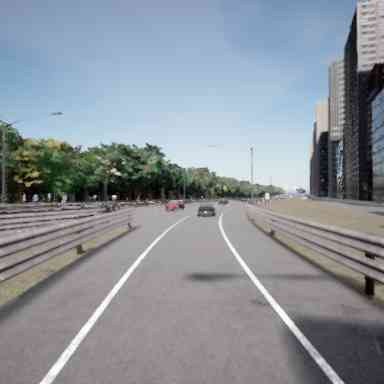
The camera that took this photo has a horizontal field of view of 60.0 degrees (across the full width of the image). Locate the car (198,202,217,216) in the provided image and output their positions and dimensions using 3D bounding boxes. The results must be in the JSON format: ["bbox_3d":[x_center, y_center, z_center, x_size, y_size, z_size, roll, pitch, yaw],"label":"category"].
[{"bbox_3d":[1.763,1.913,38.047,1.837,1.490,4.892,-1,0,7],"label":"car"}]

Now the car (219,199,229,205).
[{"bbox_3d":[8.095,2.532,83.709,1.837,1.490,4.892,0,-1,18],"label":"car"}]

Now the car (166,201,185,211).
[{"bbox_3d":[-2.497,2.079,50.873,1.994,1.385,4.181,0,-1,18],"label":"car"}]

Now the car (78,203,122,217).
[{"bbox_3d":[-8.648,1.800,31.813,2.033,1.411,5.357,0,-1,18],"label":"car"}]
